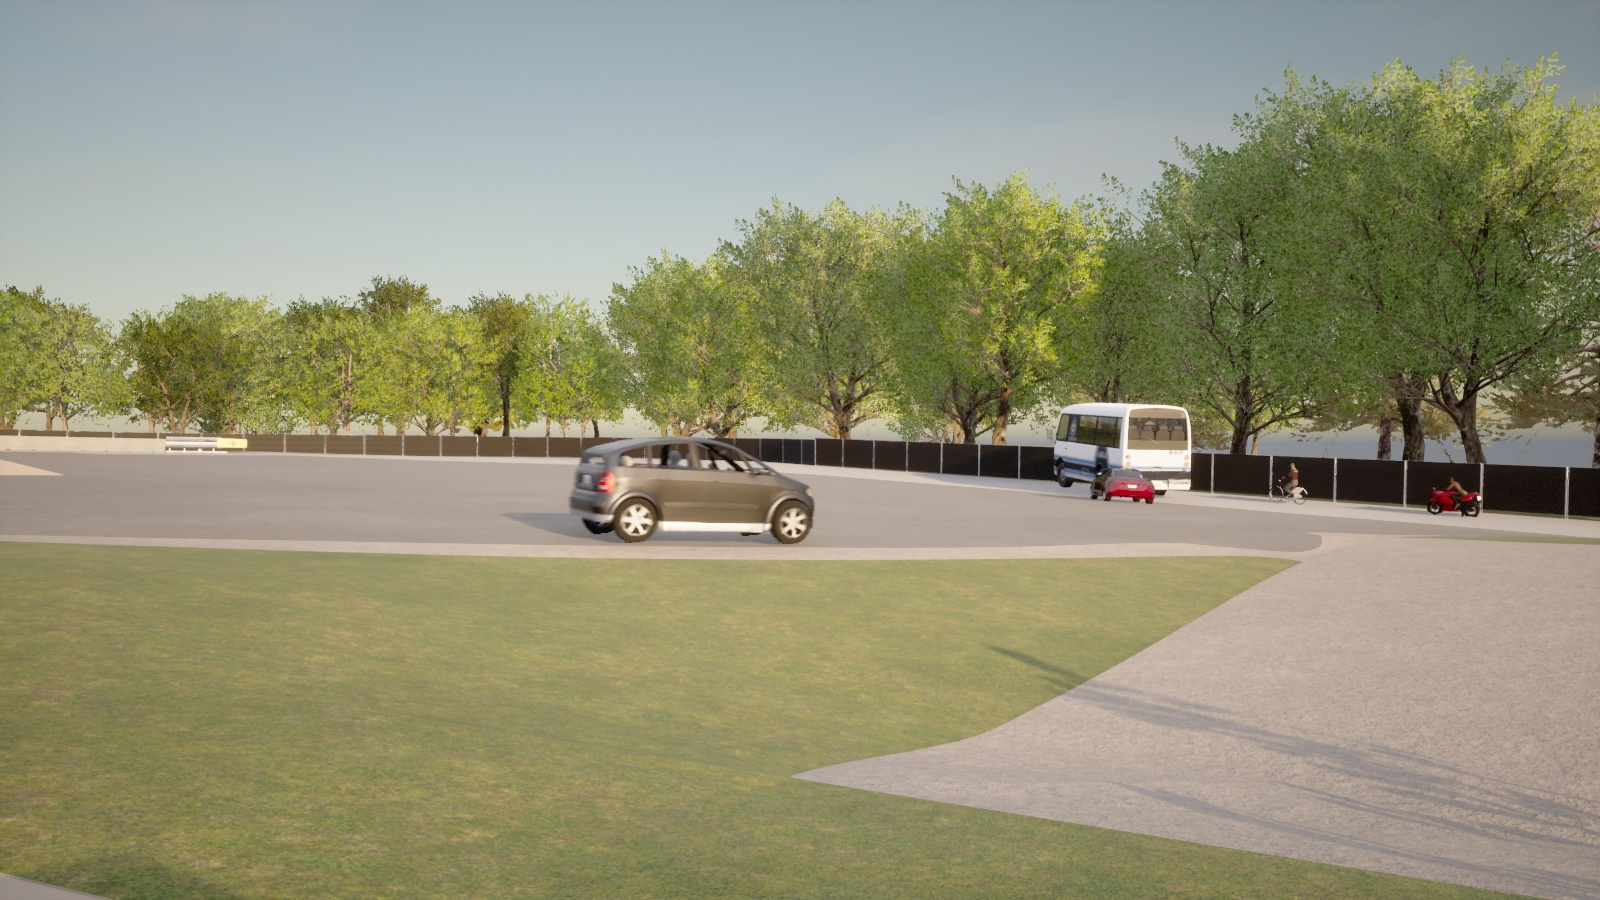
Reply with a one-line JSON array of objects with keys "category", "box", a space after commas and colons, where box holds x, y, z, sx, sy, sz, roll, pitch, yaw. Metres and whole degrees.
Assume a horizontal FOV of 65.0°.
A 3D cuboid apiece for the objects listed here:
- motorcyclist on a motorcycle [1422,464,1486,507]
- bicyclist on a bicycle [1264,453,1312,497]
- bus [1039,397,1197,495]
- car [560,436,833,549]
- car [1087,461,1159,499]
[{"category": "motorcyclist on a motorcycle", "box": [25.129, 1.341, 48.272, 0.797, 1.523, 2.044, -2, 2, -38]}, {"category": "bicyclist on a bicycle", "box": [20.950, 1.058, 53.978, 0.659, 1.776, 1.843, -2, 3, -35]}, {"category": "bus", "box": [15.058, -0.398, 60.692, 3.944, 4.253, 10.273, 0, 3, -6]}, {"category": "car", "box": [-1.576, 0.637, 19.229, 3.705, 1.549, 1.789, 2, 1, -28]}, {"category": "car", "box": [13.017, 1.173, 50.852, 1.994, 1.385, 4.181, 2, 0, 3]}]
